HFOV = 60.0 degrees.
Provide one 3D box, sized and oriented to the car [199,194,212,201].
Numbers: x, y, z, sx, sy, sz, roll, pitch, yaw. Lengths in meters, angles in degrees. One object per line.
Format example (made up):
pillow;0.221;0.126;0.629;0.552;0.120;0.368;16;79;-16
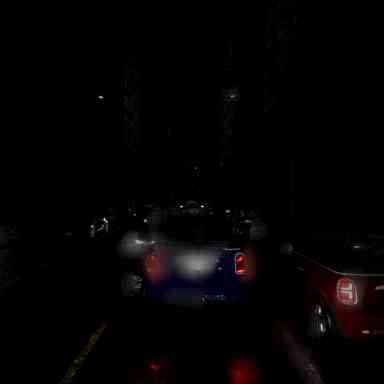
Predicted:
car;2.864;1.484;65.584;1.967;1.590;4.097;0;0;0

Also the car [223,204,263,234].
car;2.847;1.552;17.491;2.008;1.369;4.403;0;0;0

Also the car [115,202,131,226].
car;-5.680;1.584;22.989;1.802;1.307;4.206;0;0;0

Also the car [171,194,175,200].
car;-5.644;1.616;76.410;2.008;1.369;4.403;0;0;0

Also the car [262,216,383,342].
car;2.851;1.440;6.488;1.967;1.590;4.097;0;0;0

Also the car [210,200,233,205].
car;2.844;1.569;28.493;1.947;1.339;4.313;0;0;0

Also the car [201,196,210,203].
car;2.873;1.579;71.163;1.752;1.417;4.829;0;0;0

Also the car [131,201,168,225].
car;-3.058;1.603;24.230;1.895;1.301;4.718;0;0;0

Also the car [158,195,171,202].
car;-5.660;1.626;65.594;1.802;1.307;4.206;0;0;0

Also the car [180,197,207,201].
car;-0.010;1.460;27.358;1.801;1.575;5.366;0;0;0

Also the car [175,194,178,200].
car;-5.621;1.638;92.466;1.752;1.417;4.829;0;0;0

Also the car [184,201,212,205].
car;0.089;1.479;17.336;1.882;1.535;5.008;0;0;0

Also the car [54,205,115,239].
car;-5.678;1.567;17.488;1.947;1.339;4.313;0;0;0

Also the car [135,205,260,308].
car;0.096;1.352;8.055;2.097;1.767;4.553;0;0;0

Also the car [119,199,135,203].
car;-5.682;1.444;28.491;1.967;1.590;4.097;0;0;0

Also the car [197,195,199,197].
car;2.881;1.616;76.401;2.008;1.369;4.403;0;0;0
